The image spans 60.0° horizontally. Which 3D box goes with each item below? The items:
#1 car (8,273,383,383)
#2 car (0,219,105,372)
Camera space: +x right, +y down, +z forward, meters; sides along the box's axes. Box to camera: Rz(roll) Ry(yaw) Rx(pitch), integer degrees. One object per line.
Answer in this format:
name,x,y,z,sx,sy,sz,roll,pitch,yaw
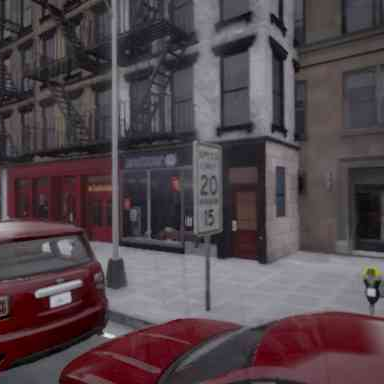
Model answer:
car,0.915,1.548,2.157,4.507,1.381,1.887,-1,0,36
car,-3.486,1.369,5.304,5.009,1.841,2.192,-1,0,36
